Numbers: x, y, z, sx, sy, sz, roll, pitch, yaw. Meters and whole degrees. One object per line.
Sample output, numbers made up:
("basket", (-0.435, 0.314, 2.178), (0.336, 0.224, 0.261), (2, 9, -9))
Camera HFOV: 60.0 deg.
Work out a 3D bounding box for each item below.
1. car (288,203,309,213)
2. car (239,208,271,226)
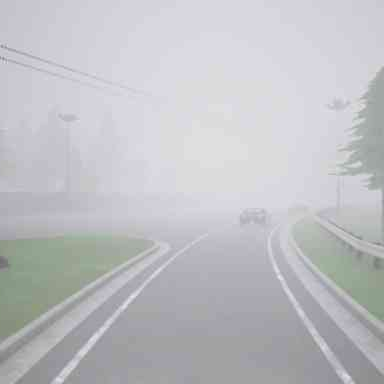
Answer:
("car", (14.524, 2.133, 45.096), (1.895, 1.301, 4.718), (0, -1, 30))
("car", (5.058, 1.896, 25.991), (1.895, 1.301, 4.718), (0, -1, 20))
